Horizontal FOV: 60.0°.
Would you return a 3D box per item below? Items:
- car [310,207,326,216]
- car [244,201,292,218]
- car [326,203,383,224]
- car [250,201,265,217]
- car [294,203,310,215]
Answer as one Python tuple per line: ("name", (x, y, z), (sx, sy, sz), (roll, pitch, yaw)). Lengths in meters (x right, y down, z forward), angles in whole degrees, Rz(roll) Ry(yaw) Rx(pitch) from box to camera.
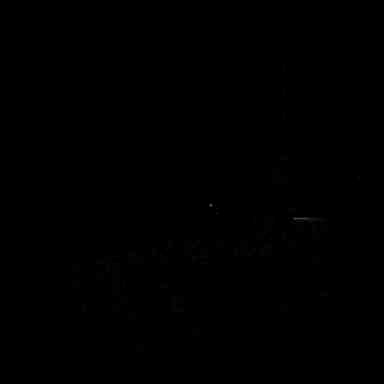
("car", (15.101, 1.830, 34.712), (1.887, 1.381, 4.507), (0, -1, -36))
("car", (7.802, 1.770, 34.660), (1.837, 1.490, 4.892), (1, -1, -36))
("car", (13.656, 1.767, 26.588), (1.895, 1.301, 4.718), (1, -1, -37))
("car", (4.890, 1.567, 34.294), (2.192, 1.841, 5.009), (0, -1, -36))
("car", (11.711, 1.869, 39.411), (1.752, 1.417, 4.829), (0, -1, -36))
